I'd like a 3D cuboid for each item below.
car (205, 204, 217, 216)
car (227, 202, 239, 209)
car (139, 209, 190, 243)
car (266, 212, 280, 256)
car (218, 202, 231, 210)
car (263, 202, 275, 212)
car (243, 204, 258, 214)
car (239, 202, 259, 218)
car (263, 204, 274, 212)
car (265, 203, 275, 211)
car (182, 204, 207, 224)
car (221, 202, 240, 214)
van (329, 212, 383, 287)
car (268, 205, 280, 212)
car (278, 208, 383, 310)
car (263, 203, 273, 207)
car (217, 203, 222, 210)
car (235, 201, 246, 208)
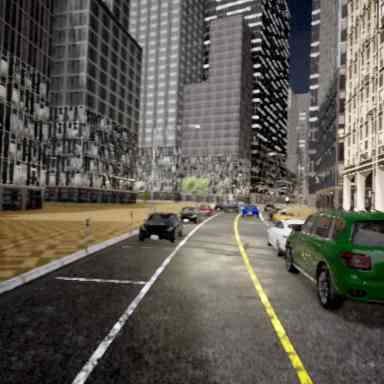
[{"bbox_3d":[1.545,2.152,39.920,1.802,1.307,4.206,3,-1,10],"label":"car"},{"bbox_3d":[8.909,2.826,72.365,2.008,1.369,4.403,3,-1,16],"label":"car"},{"bbox_3d":[-1.477,1.736,17.382,1.947,1.339,4.313,3,-1,6],"label":"car"},{"bbox_3d":[4.381,1.866,14.343,1.812,1.442,4.674,2,-1,5],"label":"car"},{"bbox_3d":[6.066,2.551,61.612,1.752,1.417,4.829,3,-1,14],"label":"car"},{"bbox_3d":[14.509,2.754,62.318,1.967,1.590,4.097,3,-1,15],"label":"car"},{"bbox_3d":[8.795,2.552,49.848,1.895,1.301,4.718,2,-1,13],"label":"car"},{"bbox_3d":[6.955,2.228,39.537,1.882,1.535,5.008,2,-1,10],"label":"car"},{"bbox_3d":[8.713,2.306,34.108,1.947,1.339,4.313,3,-1,9],"label":"car"},{"bbox_3d":[15.947,2.982,67.771,1.887,1.381,4.507,3,-1,16],"label":"car"},{"bbox_3d":[-0.167,1.929,28.707,1.947,1.339,4.313,3,-1,8],"label":"car"},{"bbox_3d":[5.841,2.398,48.581,1.994,1.385,4.181,2,-1,12],"label":"car"},{"bbox_3d":[5.997,1.694,10.728,1.690,1.788,3.998,3,-1,5],"label":"van"},{"bbox_3d":[7.892,2.166,28.493,1.752,1.417,4.829,3,-1,8],"label":"car"},{"bbox_3d":[3.923,1.474,8.440,2.150,2.045,5.566,2,-1,4],"label":"car"},{"bbox_3d":[13.147,2.758,56.795,1.947,1.339,4.313,3,-1,13],"label":"car"},{"bbox_3d":[4.836,2.476,56.428,1.947,1.339,4.313,3,-1,13],"label":"car"},{"bbox_3d":[12.042,3.085,82.715,2.008,1.369,4.403,3,-1,18],"label":"car"}]
